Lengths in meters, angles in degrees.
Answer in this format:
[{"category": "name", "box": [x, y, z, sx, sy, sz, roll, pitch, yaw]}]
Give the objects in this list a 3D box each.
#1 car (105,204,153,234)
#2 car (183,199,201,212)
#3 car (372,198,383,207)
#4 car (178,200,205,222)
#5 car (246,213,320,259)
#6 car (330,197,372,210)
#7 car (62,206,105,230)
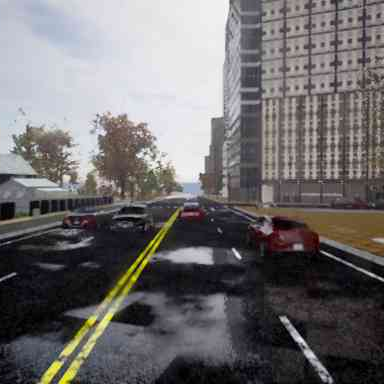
[{"category": "car", "box": [-3.348, 1.499, 19.151, 1.837, 1.490, 4.892, 0, 0, 0]}, {"category": "car", "box": [-0.006, 1.547, 39.616, 2.033, 1.411, 5.357, 0, 0, 0]}, {"category": "car", "box": [31.039, 1.731, 54.293, 4.403, 1.369, 2.008, 0, 2, 20]}, {"category": "car", "box": [-0.024, 1.558, 26.128, 1.994, 1.385, 4.181, 0, 0, 1]}, {"category": "car", "box": [3.248, 1.520, 12.479, 1.812, 1.442, 4.674, 0, 0, 0]}, {"category": "car", "box": [23.006, 1.653, 48.837, 5.009, 1.841, 2.192, 0, 2, 20]}, {"category": "car", "box": [-6.596, 1.557, 20.988, 1.994, 1.385, 4.181, 0, 0, 0]}]
